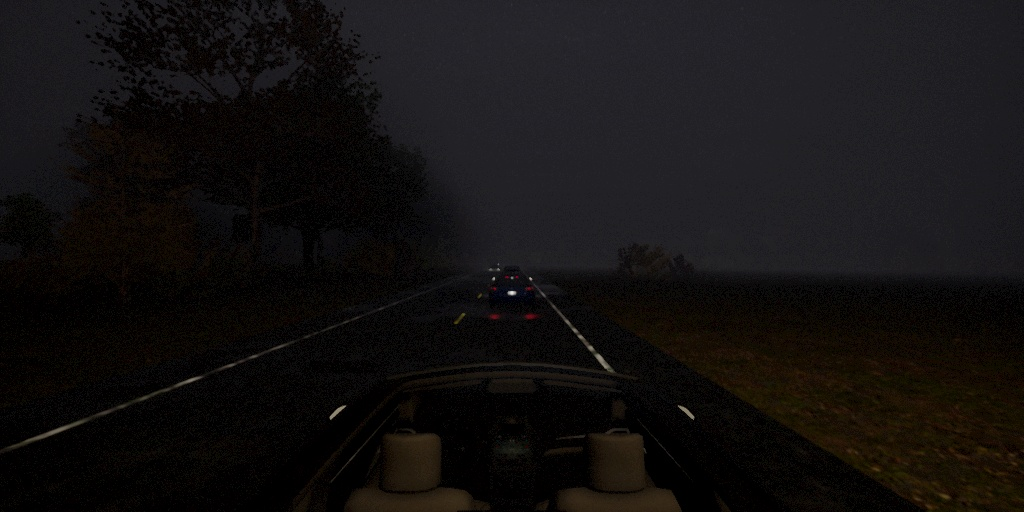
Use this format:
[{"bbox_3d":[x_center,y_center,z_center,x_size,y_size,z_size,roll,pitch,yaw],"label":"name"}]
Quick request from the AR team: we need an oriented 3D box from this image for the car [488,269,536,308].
[{"bbox_3d":[0.006,1.444,16.158,1.994,1.385,4.181,0,0,0],"label":"car"}]

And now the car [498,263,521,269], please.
[{"bbox_3d":[0.008,1.520,31.138,1.837,1.490,4.892,0,0,0],"label":"car"}]
